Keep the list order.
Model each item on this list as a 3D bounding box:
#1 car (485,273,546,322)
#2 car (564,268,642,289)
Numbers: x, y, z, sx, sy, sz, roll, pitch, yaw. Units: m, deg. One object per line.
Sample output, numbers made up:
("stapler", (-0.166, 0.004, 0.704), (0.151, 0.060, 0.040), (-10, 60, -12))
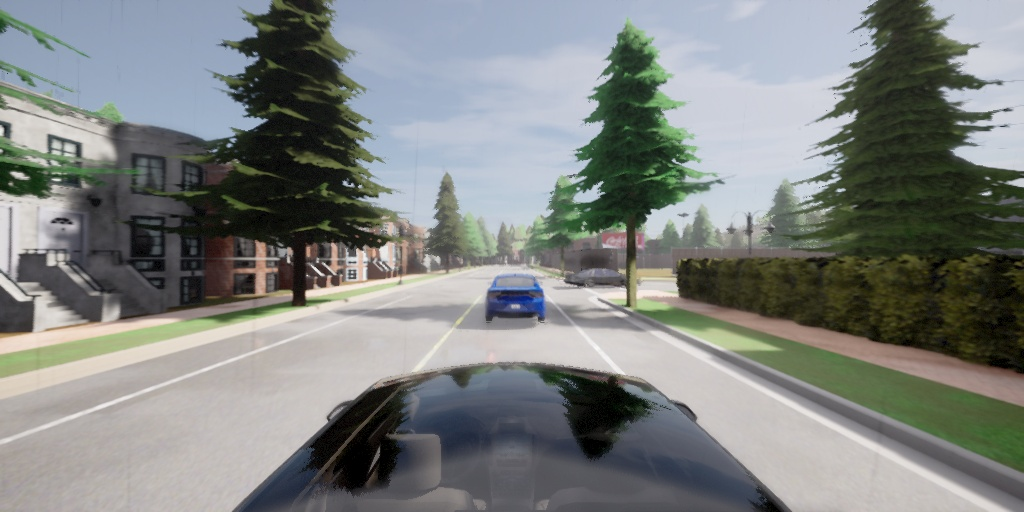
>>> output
("car", (0.106, 1.355, 12.897), (1.882, 1.535, 5.008), (0, -1, 0))
("car", (6.530, 1.594, 25.982), (5.357, 1.411, 2.033), (0, -1, -8))
